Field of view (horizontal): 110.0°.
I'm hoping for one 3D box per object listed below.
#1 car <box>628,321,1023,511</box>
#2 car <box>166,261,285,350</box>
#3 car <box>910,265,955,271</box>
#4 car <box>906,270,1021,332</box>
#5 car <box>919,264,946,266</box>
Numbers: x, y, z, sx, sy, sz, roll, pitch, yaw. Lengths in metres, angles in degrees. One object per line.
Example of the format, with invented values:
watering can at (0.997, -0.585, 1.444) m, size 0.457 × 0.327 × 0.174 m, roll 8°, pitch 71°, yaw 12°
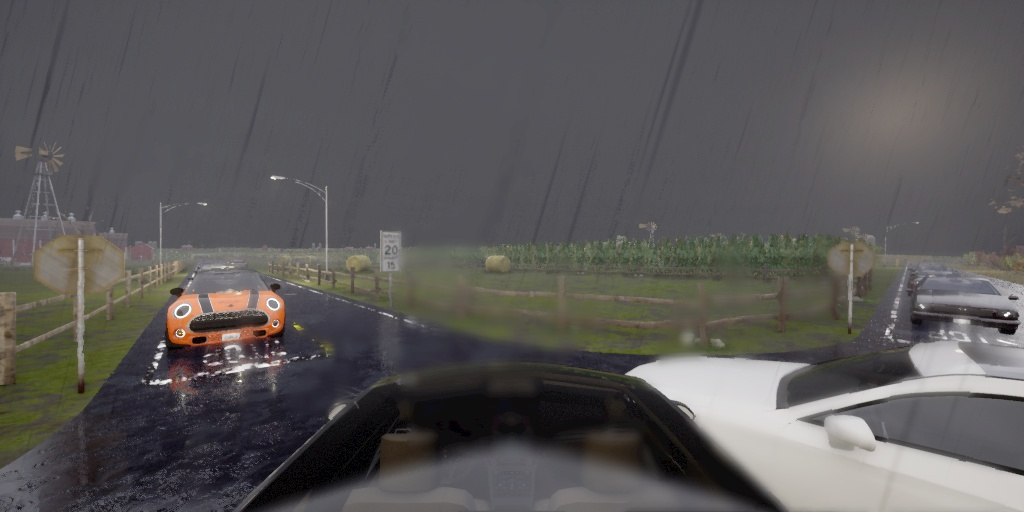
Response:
car at (2.868, 1.293, 2.162) m, size 1.812 × 1.442 × 4.674 m, roll 0°, pitch 1°, yaw -43°
car at (-7.429, 1.135, 9.416) m, size 2.097 × 1.767 × 4.553 m, roll 0°, pitch 0°, yaw -39°
car at (21.121, 1.358, 17.742) m, size 4.181 × 1.385 × 1.994 m, roll 0°, pitch 1°, yaw -42°
car at (13.686, 1.331, 11.065) m, size 5.357 × 1.411 × 2.033 m, roll 0°, pitch 1°, yaw -42°
car at (28.790, 1.300, 24.617) m, size 4.902 × 1.511 × 2.128 m, roll 0°, pitch 1°, yaw -42°
